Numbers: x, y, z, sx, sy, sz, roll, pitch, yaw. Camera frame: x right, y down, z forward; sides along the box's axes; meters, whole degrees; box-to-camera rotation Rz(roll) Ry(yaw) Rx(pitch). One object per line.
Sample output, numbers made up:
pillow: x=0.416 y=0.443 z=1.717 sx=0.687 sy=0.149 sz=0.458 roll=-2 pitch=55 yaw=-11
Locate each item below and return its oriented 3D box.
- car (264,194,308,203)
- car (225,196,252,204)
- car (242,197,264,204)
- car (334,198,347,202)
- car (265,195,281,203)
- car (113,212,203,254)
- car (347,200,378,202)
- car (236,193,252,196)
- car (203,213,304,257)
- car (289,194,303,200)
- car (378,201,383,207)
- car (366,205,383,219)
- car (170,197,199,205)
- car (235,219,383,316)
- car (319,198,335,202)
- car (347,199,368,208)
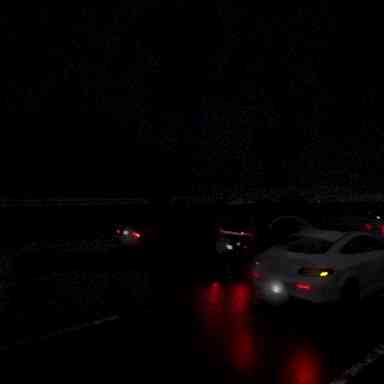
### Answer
car: x=10.901 y=1.336 z=37.268 sx=5.566 sy=2.045 sz=2.150 roll=1 pitch=0 yaw=-41
car: x=6.048 y=1.585 z=42.328 sx=4.674 sy=1.442 sz=1.812 roll=1 pitch=0 yaw=-40
car: x=8.437 y=1.651 z=39.766 sx=4.181 sy=1.385 sz=1.994 roll=1 pitch=0 yaw=-41
car: x=25.851 y=1.981 z=54.595 sx=5.008 sy=1.535 sz=1.882 roll=2 pitch=-1 yaw=-40
car: x=17.679 y=1.505 z=72.619 sx=1.994 sy=1.385 sz=4.181 roll=1 pitch=1 yaw=34
car: x=-0.442 y=1.514 z=13.459 sx=5.357 sy=1.411 sz=2.033 roll=0 pitch=0 yaw=-41
car: x=25.508 y=1.980 z=49.739 sx=4.674 sy=1.442 sz=1.812 roll=2 pitch=-1 yaw=-40
car: x=9.041 y=1.246 z=59.578 sx=2.150 sy=2.045 sz=5.566 roll=1 pitch=1 yaw=33
car: x=2.996 y=1.492 z=11.794 sx=4.902 sy=1.511 sz=2.128 roll=0 pitch=0 yaw=-41
car: x=26.691 y=1.297 z=85.428 sx=2.128 sy=1.511 sz=4.902 roll=1 pitch=1 yaw=35
car: x=43.324 y=2.691 z=74.183 sx=4.674 sy=1.442 sz=1.812 roll=2 pitch=-1 yaw=-41
car: x=16.612 y=1.772 z=28.083 sx=4.718 sy=1.301 sz=1.895 roll=1 pitch=0 yaw=-41
car: x=-1.011 y=1.456 z=45.284 sx=2.128 sy=1.511 sz=4.902 roll=1 pitch=0 yaw=38
car: x=3.298 y=1.537 z=7.575 sx=4.674 sy=1.442 sz=1.812 roll=0 pitch=0 yaw=-41
car: x=23.547 y=1.828 z=57.220 sx=4.553 sy=1.767 sz=2.097 roll=1 pitch=-1 yaw=-41
car: x=32.090 y=2.217 z=64.545 sx=5.008 sy=1.535 sz=1.882 roll=2 pitch=-1 yaw=-41
